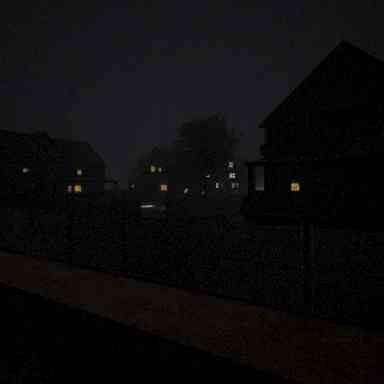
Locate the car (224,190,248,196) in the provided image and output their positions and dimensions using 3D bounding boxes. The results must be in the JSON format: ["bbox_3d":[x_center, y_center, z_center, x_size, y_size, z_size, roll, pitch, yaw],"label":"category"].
[{"bbox_3d":[6.259,0.433,46.343,1.882,1.535,5.008,1,2,35],"label":"car"}]

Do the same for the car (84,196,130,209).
[{"bbox_3d":[-7.086,1.053,27.815,1.994,1.385,4.181,1,2,35],"label":"car"}]

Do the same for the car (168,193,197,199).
[{"bbox_3d":[-0.932,0.806,36.382,1.994,1.385,4.181,1,2,36],"label":"car"}]
